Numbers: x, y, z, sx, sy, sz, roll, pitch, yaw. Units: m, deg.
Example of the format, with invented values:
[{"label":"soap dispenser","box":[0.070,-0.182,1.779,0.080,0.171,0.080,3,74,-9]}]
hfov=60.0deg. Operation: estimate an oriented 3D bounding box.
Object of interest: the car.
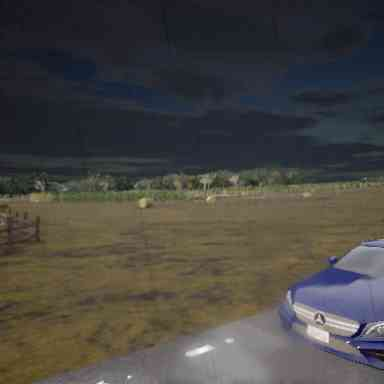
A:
[{"label":"car","box":[3.492,1.542,5.561,4.674,1.442,1.812,0,0,-35]}]
